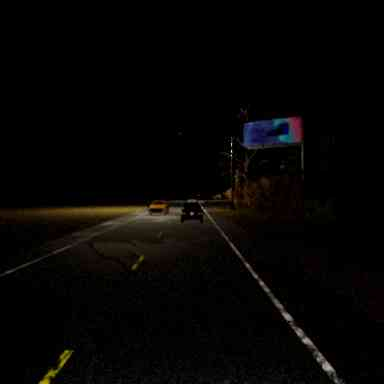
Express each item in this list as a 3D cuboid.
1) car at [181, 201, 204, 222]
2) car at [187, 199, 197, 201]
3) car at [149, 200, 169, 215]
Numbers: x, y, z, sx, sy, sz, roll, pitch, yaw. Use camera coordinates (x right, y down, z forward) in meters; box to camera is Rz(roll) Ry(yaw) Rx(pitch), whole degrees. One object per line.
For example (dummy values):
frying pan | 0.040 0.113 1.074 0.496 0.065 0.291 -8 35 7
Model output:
car | 0.023 1.693 27.478 2.033 1.411 5.357 0 0 1
car | 0.042 1.725 44.274 2.128 1.511 4.902 0 0 0
car | -3.564 1.671 36.476 1.882 1.535 5.008 0 0 0
